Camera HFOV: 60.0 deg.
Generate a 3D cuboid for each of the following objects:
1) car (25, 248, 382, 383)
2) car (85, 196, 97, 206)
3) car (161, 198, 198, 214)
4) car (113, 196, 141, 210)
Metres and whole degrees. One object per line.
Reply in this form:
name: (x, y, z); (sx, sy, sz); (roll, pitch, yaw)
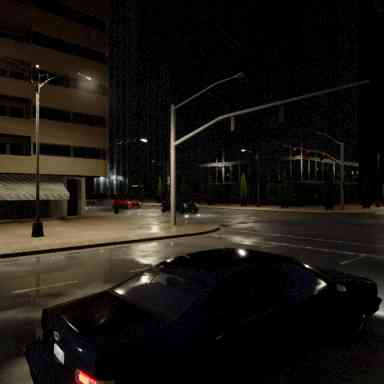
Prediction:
car: (0.696, 1.547, 4.703); (5.357, 1.411, 2.033); (0, 0, -39)
car: (-17.020, 1.408, 53.432); (2.097, 1.767, 4.553); (0, 0, -42)
car: (-1.373, 1.408, 36.025); (2.097, 1.767, 4.553); (0, 0, -42)
car: (-8.648, 1.408, 44.100); (2.097, 1.767, 4.553); (0, 0, -42)
